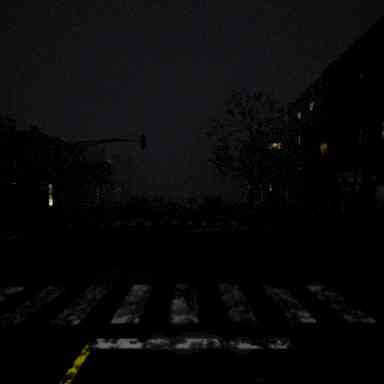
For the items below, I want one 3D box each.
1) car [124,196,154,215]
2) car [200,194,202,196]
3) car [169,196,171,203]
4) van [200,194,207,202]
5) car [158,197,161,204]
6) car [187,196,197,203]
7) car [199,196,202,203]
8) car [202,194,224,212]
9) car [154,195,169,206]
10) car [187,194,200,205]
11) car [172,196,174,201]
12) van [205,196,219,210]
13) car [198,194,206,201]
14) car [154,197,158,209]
[{"bbox_3d":[-5.686,1.386,34.812,2.192,1.841,5.009,-1,0,0],"label":"car"},{"bbox_3d":[2.705,1.588,73.618,1.967,1.590,4.097,-1,0,0],"label":"car"},{"bbox_3d":[-5.679,1.441,62.533,2.192,1.841,5.009,-1,0,0],"label":"car"},{"bbox_3d":[2.706,1.500,79.162,1.690,1.788,3.998,-1,0,0],"label":"van"},{"bbox_3d":[-5.681,1.675,45.900,1.802,1.307,4.206,-1,0,0],"label":"car"},{"bbox_3d":[0.018,1.593,71.215,1.994,1.385,4.181,0,0,0],"label":"car"},{"bbox_3d":[2.702,1.666,56.986,2.008,1.369,4.403,-1,0,0],"label":"car"},{"bbox_3d":[2.696,1.397,40.355,2.192,1.841,5.009,-1,0,0],"label":"car"},{"bbox_3d":[-5.681,1.430,56.989,2.192,1.841,5.009,-1,0,0],"label":"car"},{"bbox_3d":[0.014,1.600,60.764,1.882,1.535,5.008,0,0,0],"label":"car"},{"bbox_3d":[-5.674,1.693,73.620,1.887,1.381,4.507,-1,0,0],"label":"car"},{"bbox_3d":[2.698,1.434,45.898,1.690,1.788,3.998,-1,0,0],"label":"van"},{"bbox_3d":[2.708,1.495,90.250,2.192,1.841,5.009,-1,0,0],"label":"car"},{"bbox_3d":[-5.683,1.627,40.356,1.887,1.381,4.507,-1,0,0],"label":"car"}]
